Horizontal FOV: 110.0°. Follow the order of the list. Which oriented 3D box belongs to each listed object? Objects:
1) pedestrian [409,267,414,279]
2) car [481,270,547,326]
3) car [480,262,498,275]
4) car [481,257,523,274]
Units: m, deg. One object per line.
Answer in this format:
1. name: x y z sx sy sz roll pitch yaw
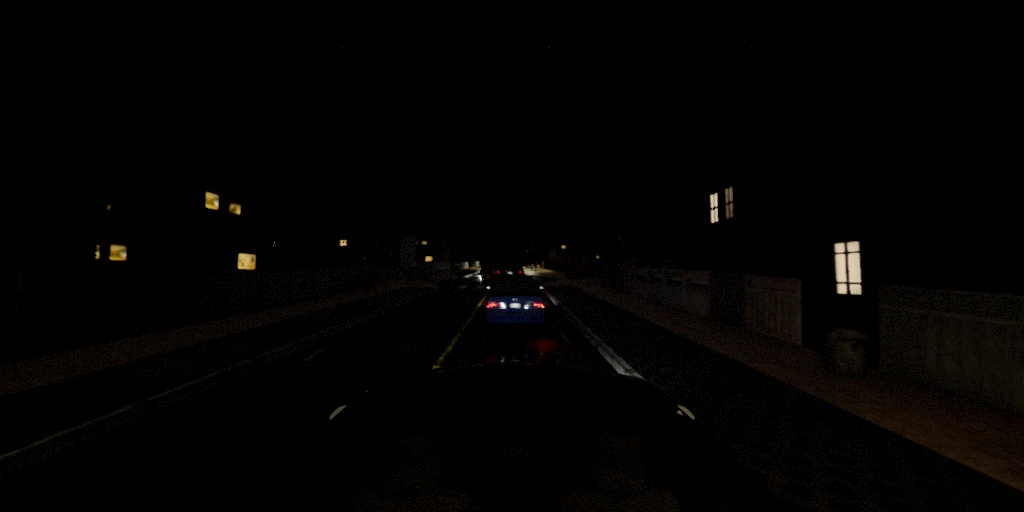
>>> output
1. pedestrian: -9.835 1.321 34.754 0.375 1.860 0.375 0 -3 -1
2. car: 0.093 1.354 11.853 2.033 1.411 5.357 0 0 0
3. car: -2.870 1.534 45.387 1.882 1.535 5.008 0 0 0
4. car: -0.671 1.081 24.423 2.150 2.045 5.566 0 1 -12
